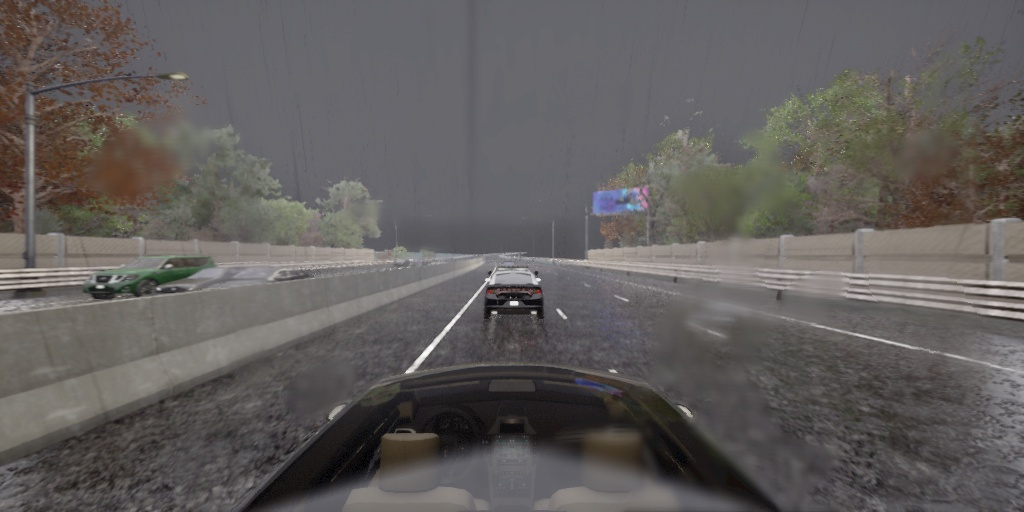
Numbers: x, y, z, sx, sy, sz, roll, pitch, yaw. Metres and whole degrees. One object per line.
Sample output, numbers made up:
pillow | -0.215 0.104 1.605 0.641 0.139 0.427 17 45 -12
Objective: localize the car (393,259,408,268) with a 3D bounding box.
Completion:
car | -18.566 1.213 60.668 1.882 1.535 5.008 0 0 -1

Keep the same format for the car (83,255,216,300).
car | -17.695 0.973 18.147 2.150 2.045 5.566 0 0 -1

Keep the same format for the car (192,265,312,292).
car | -10.673 1.242 15.669 2.128 1.511 4.902 0 0 -1

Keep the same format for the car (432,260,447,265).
car | -11.457 1.338 57.072 1.895 1.301 4.718 0 0 -1

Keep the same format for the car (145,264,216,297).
car | -14.189 1.298 17.601 2.033 1.411 5.357 0 0 -1

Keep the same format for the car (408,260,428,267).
car | -15.009 1.300 58.414 1.994 1.385 4.181 0 0 -1

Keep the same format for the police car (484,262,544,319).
police car | 0.047 1.174 13.030 1.930 1.638 5.238 0 0 0
